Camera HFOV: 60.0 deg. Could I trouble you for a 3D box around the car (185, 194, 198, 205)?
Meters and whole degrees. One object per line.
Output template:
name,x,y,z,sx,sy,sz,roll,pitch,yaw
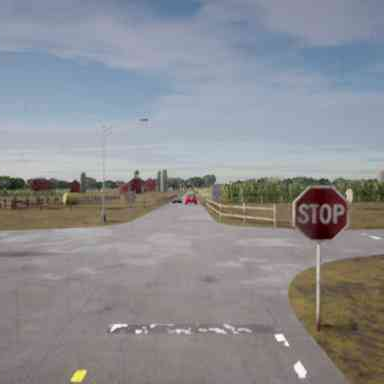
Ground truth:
car,-0.139,1.299,60.875,2.150,2.045,5.566,0,0,0

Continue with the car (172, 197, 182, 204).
car,-2.902,1.635,66.252,2.033,1.411,5.357,0,0,0

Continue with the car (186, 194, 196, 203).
car,-0.163,1.355,71.235,2.097,1.767,4.553,0,0,0
